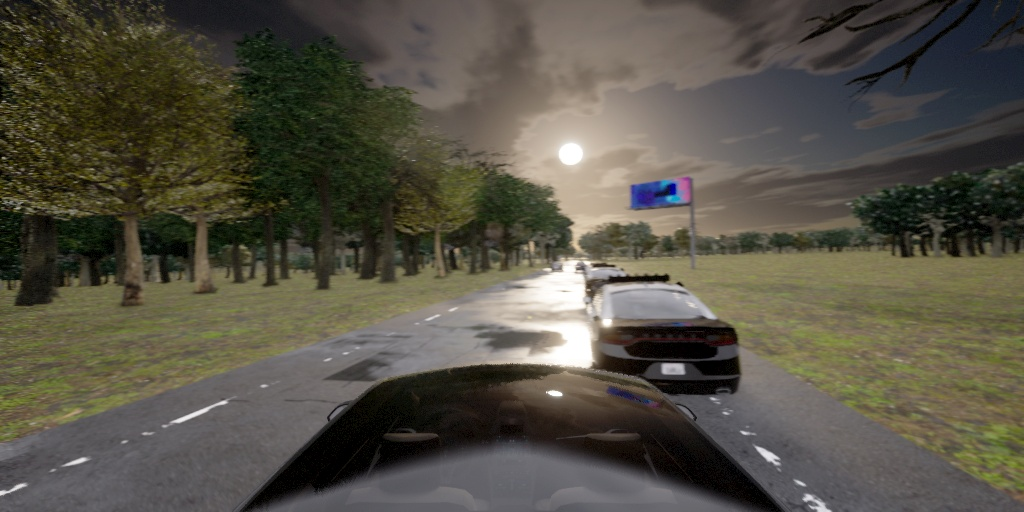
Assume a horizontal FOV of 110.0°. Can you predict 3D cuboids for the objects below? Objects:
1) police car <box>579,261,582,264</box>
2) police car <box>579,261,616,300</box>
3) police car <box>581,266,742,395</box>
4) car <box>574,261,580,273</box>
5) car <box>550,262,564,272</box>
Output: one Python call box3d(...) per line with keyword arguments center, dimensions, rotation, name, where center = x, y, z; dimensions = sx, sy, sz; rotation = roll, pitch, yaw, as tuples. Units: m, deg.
box3d(center=(5.396, 1.223, 22.531), dimensions=(1.930, 1.638, 5.238), rotation=(-2, -1, 11), name="police car")
box3d(center=(4.270, 1.196, 16.637), dimensions=(1.930, 1.638, 5.238), rotation=(-2, -1, 11), name="police car")
box3d(center=(2.394, 1.152, 6.813), dimensions=(1.930, 1.638, 5.238), rotation=(-2, -1, 11), name="police car")
box3d(center=(9.468, 1.563, 49.092), dimensions=(1.895, 1.301, 4.718), rotation=(-2, -1, 11), name="car")
box3d(center=(6.861, 1.599, 54.414), dimensions=(2.128, 1.511, 4.902), rotation=(-2, -1, 11), name="car")
